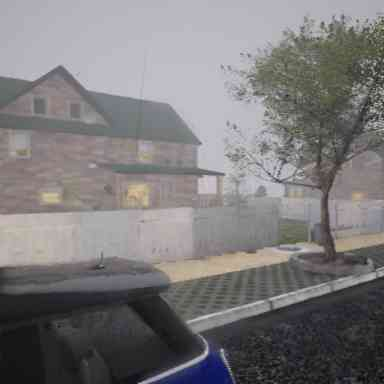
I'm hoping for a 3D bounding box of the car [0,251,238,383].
[{"bbox_3d":[-1.858,1.342,1.756,4.553,1.767,2.097,0,0,-35],"label":"car"}]
